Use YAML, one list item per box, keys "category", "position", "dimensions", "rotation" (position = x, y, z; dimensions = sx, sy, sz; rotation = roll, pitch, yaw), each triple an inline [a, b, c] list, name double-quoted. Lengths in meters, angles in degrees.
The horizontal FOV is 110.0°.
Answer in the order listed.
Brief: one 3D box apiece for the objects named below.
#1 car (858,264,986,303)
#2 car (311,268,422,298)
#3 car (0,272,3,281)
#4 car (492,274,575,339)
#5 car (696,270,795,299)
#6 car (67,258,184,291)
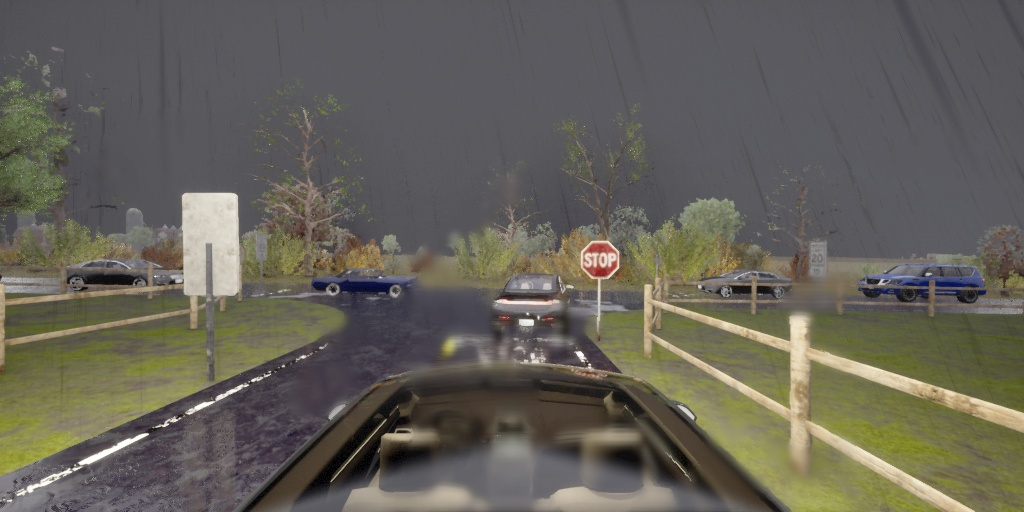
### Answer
- category: "car"
  position: [22.911, 1.466, 20.138]
  dimensions: [5.566, 2.045, 2.150]
  rotation: [1, 1, 0]
- category: "car"
  position: [-6.812, 1.248, 17.242]
  dimensions: [4.718, 1.301, 1.895]
  rotation: [1, 1, 0]
- category: "car"
  position: [-27.784, 0.717, 17.280]
  dimensions: [4.674, 1.442, 1.812]
  rotation: [1, 1, 0]
- category: "car"
  position: [0.712, 1.240, 10.206]
  dimensions: [2.128, 1.511, 4.902]
  rotation: [0, 0, 9]
- category: "car"
  position: [13.015, 1.525, 20.156]
  dimensions: [4.902, 1.511, 2.128]
  rotation: [1, 1, 0]
- category: "car"
  position: [-18.480, 0.885, 17.266]
  dimensions: [4.902, 1.511, 2.128]
  rotation: [1, 1, 0]
